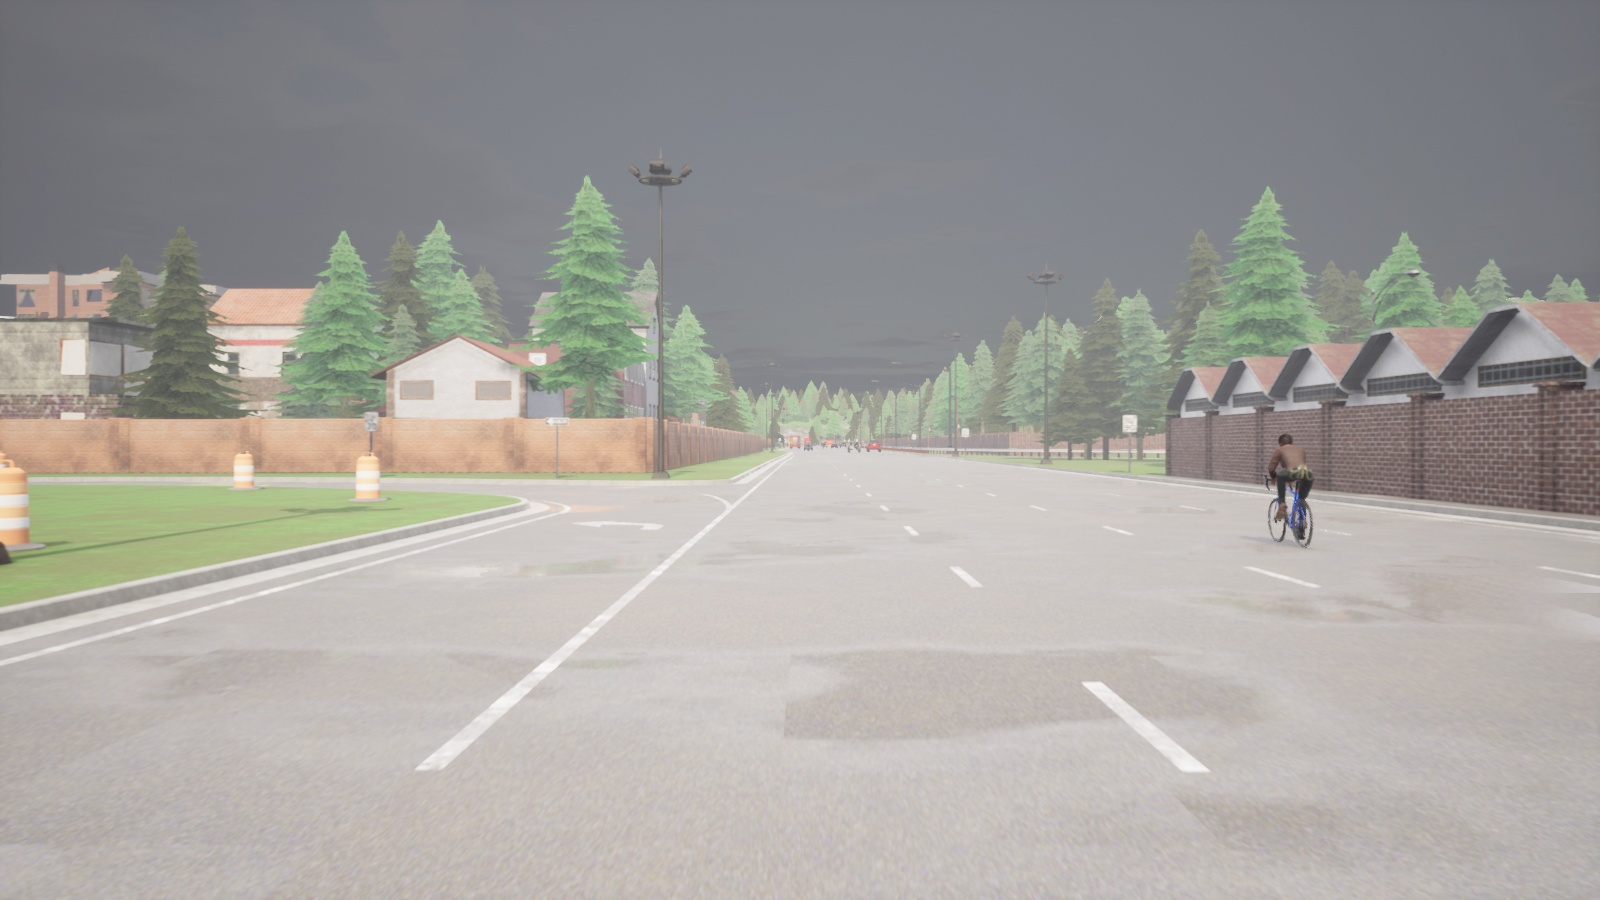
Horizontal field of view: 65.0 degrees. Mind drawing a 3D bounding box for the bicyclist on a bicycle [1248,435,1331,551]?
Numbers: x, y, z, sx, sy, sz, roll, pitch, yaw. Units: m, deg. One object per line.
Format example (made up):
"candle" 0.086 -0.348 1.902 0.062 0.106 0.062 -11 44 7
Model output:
"bicyclist on a bicycle" 7.119 0.602 18.333 0.582 1.620 1.656 0 0 0
